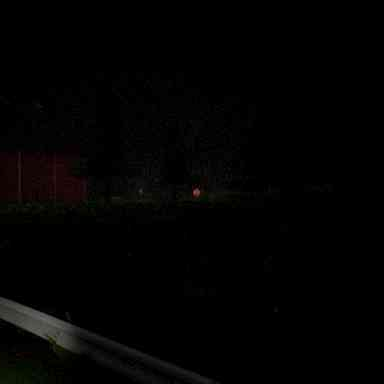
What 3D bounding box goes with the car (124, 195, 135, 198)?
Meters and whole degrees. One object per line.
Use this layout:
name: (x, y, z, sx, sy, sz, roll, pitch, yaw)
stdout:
car: (-18.021, 1.532, 93.586, 1.816, 1.474, 4.193, 0, 0, 35)
